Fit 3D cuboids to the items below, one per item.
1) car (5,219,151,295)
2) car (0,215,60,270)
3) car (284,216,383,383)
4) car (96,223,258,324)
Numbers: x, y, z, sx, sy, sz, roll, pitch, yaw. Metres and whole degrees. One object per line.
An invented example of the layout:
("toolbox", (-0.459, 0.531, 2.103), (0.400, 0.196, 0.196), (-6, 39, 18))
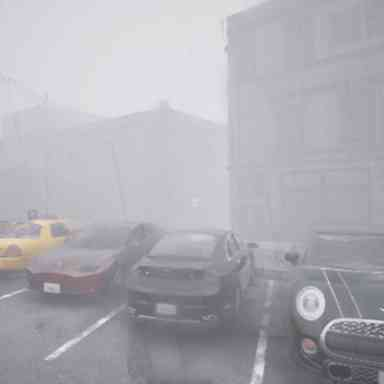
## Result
("car", (-2.130, 1.540, 8.928), (2.163, 1.488, 4.792), (0, -1, 16))
("car", (-4.456, 1.522, 10.842), (1.946, 1.575, 5.366), (0, -1, 16))
("car", (2.678, 1.362, 5.582), (2.185, 1.767, 4.553), (0, -1, 15))
("car", (0.267, 1.500, 7.249), (2.231, 1.521, 4.892), (0, -1, 16))
